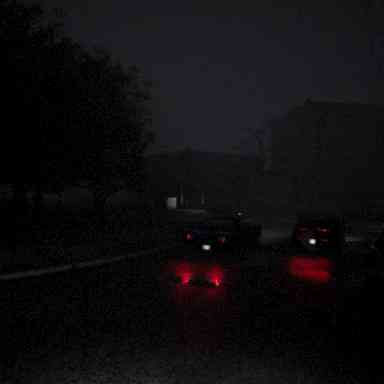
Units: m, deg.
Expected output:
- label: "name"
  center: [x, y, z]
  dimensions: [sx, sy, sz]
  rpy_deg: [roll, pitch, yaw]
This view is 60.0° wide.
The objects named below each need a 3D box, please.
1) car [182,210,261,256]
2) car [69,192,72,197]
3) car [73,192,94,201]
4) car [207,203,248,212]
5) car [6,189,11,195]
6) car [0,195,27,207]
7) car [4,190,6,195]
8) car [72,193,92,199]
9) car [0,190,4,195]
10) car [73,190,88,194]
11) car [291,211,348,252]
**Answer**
- label: "car"
  center: [1.441, 1.647, 13.554]
  dimensions: [1.895, 1.301, 4.718]
  rpy_deg: [1, 0, 25]
- label: "car"
  center: [-28.739, 1.014, 87.134]
  dimensions: [5.008, 1.535, 2.097]
  rpy_deg: [1, 1, -22]
- label: "car"
  center: [-22.436, 1.258, 71.688]
  dimensions: [4.792, 1.488, 2.163]
  rpy_deg: [1, 0, -22]
- label: "car"
  center: [3.328, 1.698, 32.527]
  dimensions: [1.895, 1.301, 4.718]
  rpy_deg: [0, 1, -28]
- label: "car"
  center: [-48.055, 0.482, 81.040]
  dimensions: [5.566, 2.045, 2.435]
  rpy_deg: [1, 1, -22]
- label: "car"
  center: [-23.530, 1.376, 42.669]
  dimensions: [4.181, 1.385, 1.994]
  rpy_deg: [1, 0, -17]
- label: "car"
  center: [-45.945, 0.817, 75.951]
  dimensions: [4.892, 1.521, 2.231]
  rpy_deg: [1, 0, -22]
- label: "car"
  center: [-29.734, 0.974, 89.594]
  dimensions: [4.892, 1.521, 2.231]
  rpy_deg: [1, 1, -22]
- label: "car"
  center: [-44.859, 0.729, 73.410]
  dimensions: [4.553, 1.767, 2.185]
  rpy_deg: [1, 0, -22]
- label: "car"
  center: [-24.438, 1.049, 76.739]
  dimensions: [4.553, 1.767, 2.185]
  rpy_deg: [1, 0, -22]
- label: "car"
  center: [5.589, 1.605, 14.565]
  dimensions: [1.837, 1.490, 4.892]
  rpy_deg: [0, 0, 27]
